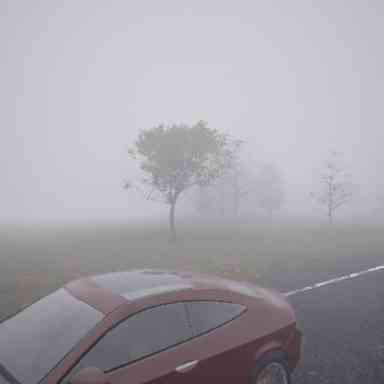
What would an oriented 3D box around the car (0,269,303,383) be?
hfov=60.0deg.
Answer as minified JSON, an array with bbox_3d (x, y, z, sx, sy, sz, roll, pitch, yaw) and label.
[{"bbox_3d":[-0.788,1.589,3.208,4.674,1.442,1.812,1,-1,-38],"label":"car"}]
